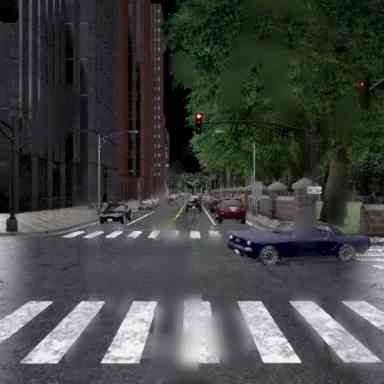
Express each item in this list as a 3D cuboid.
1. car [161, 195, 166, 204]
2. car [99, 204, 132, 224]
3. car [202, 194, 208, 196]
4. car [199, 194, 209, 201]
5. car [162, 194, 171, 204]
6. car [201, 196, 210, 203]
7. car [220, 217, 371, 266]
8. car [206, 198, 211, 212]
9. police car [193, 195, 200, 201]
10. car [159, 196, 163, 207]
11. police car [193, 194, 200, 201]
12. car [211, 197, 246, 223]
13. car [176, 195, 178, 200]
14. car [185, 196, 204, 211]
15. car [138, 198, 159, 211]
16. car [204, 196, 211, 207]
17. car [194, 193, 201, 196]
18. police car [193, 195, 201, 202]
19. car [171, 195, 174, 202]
[{"bbox_3d":[-5.599,1.623,52.519,1.802,1.307,4.206,0,0,0],"label":"car"},{"bbox_3d":[-5.685,1.577,25.234,1.947,1.339,4.313,0,0,0],"label":"car"},{"bbox_3d":[2.926,1.481,52.499,1.967,1.590,4.097,0,0,0],"label":"car"},{"bbox_3d":[3.029,1.400,85.238,2.192,1.841,5.009,0,0,0],"label":"car"},{"bbox_3d":[-5.565,1.635,63.433,1.802,1.307,4.206,0,0,0],"label":"car"},{"bbox_3d":[2.995,1.593,74.495,1.752,1.417,4.829,0,0,0],"label":"car"},{"bbox_3d":[3.635,1.696,11.595,4.718,1.301,1.895,1,0,-16],"label":"car"},{"bbox_3d":[2.875,1.588,36.129,1.947,1.339,4.313,0,0,0],"label":"car"},{"bbox_3d":[1.151,1.512,85.988,1.930,1.638,5.238,0,0,0],"label":"police car"},{"bbox_3d":[-5.616,1.617,47.062,1.802,1.307,4.206,0,0,0],"label":"car"},{"bbox_3d":[1.188,1.521,91.988,1.930,1.638,5.238,0,0,0],"label":"police car"},{"bbox_3d":[2.841,1.326,25.217,2.192,1.841,5.009,0,0,0],"label":"car"},{"bbox_3d":[-5.479,1.534,90.718,1.967,1.590,4.097,0,0,0],"label":"car"},{"bbox_3d":[0.222,1.531,41.532,1.837,1.490,4.892,0,-1,0],"label":"car"},{"bbox_3d":[-5.633,1.579,41.605,2.008,1.369,4.403,0,0,0],"label":"car"},{"bbox_3d":[2.892,1.579,41.586,2.008,1.369,4.403,0,0,0],"label":"car"},{"bbox_3d":[0.285,1.531,63.457,1.882,1.535,5.008,0,-1,0],"label":"car"},{"bbox_3d":[1.138,1.496,75.988,1.930,1.638,5.238,0,0,0],"label":"police car"},{"bbox_3d":[-5.547,1.375,68.890,2.192,1.841,5.009,0,0,0],"label":"car"}]
